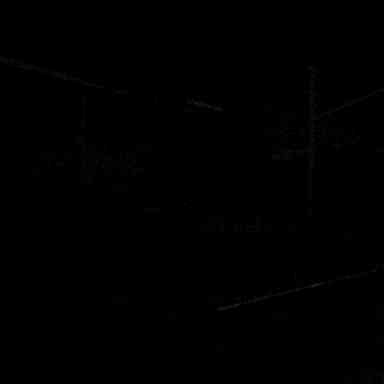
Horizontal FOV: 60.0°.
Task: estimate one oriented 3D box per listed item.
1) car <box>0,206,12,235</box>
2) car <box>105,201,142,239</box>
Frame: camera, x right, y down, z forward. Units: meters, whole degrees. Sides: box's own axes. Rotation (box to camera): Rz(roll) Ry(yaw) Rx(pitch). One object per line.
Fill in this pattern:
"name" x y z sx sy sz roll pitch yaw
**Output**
"car" -11.505 1.524 18.582 2.242 1.667 4.611 1 0 -35
"car" -4.376 1.447 18.317 1.905 1.878 3.866 1 0 -35
